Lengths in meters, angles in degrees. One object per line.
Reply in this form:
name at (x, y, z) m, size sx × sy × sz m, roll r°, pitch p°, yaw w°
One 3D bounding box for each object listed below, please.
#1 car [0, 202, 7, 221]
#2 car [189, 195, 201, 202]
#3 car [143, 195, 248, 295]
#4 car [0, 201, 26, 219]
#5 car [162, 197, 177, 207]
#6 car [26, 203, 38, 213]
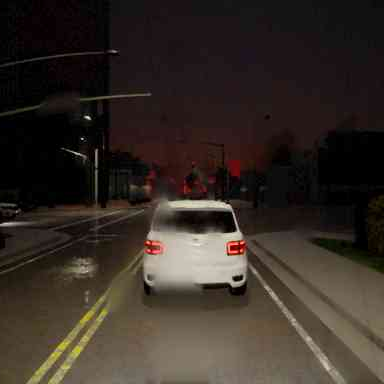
car at (-16.222, 1.667, 24.074) m, size 4.181 × 1.385 × 1.994 m, roll -1°, pitch 0°, yaw 0°
car at (0.828, 1.464, 78.702) m, size 1.882 × 1.535 × 5.008 m, roll 0°, pitch 0°, yaw 12°
car at (0.078, 1.221, 8.832) m, size 2.150 × 2.045 × 5.566 m, roll 0°, pitch 0°, yaw 0°
car at (-17.302, 1.338, 27.570) m, size 5.566 × 2.045 × 2.150 m, roll -1°, pitch 0°, yaw 0°
car at (-3.537, 1.564, 52.975) m, size 1.994 × 1.385 × 4.181 m, roll 0°, pitch 0°, yaw 0°
car at (-20.601, 1.706, 38.083) m, size 5.357 × 1.411 × 2.033 m, roll -1°, pitch 0°, yaw 2°
